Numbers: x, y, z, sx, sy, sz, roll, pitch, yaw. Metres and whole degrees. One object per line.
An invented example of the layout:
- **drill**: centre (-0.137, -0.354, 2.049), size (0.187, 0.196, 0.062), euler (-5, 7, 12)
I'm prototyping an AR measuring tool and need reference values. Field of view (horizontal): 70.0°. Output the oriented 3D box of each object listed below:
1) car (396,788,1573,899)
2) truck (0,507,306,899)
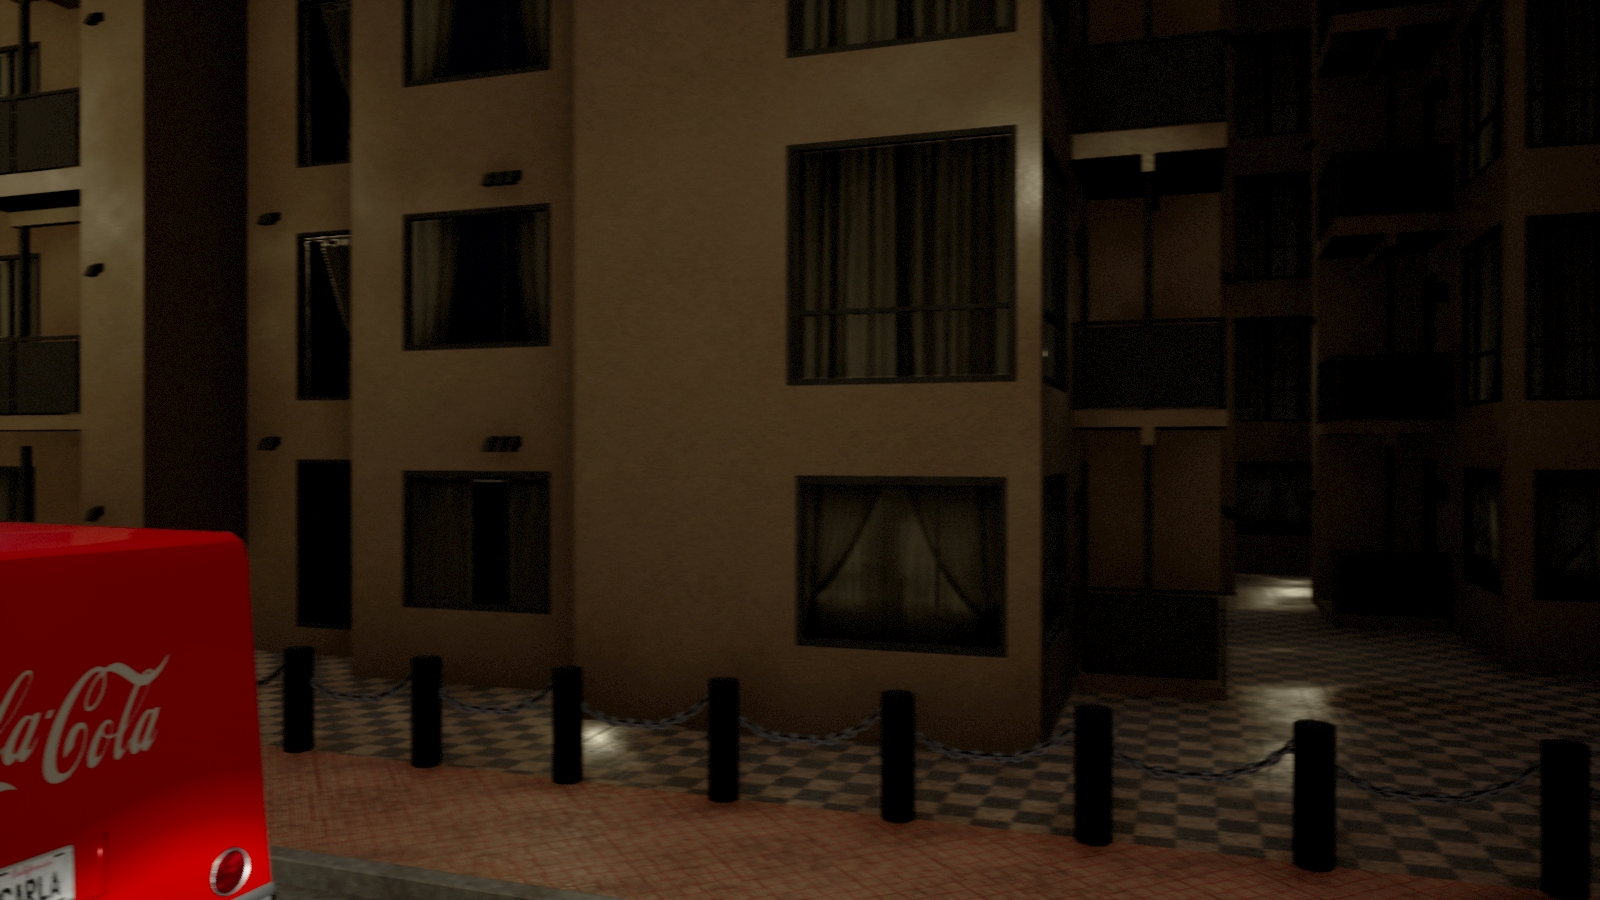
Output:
- **car**: centre (1.352, 2.086, 2.797), size (5.357, 1.411, 2.033), euler (0, 0, 20)
- **truck**: centre (-5.307, 1.548, 5.234), size (5.204, 2.467, 2.627), euler (0, 0, 20)
